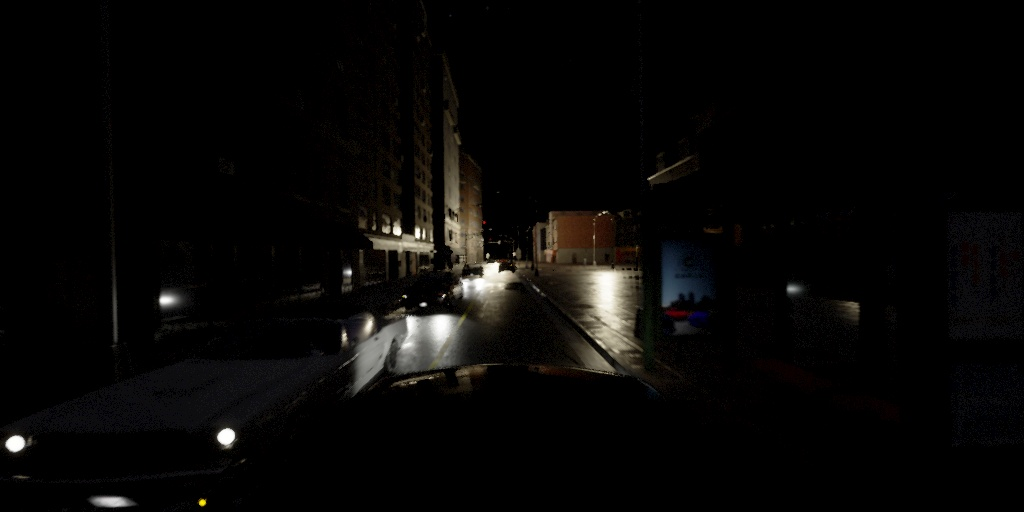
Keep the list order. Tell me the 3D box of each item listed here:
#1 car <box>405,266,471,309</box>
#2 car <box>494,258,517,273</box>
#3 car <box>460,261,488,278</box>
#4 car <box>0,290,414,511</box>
[{"bbox_3d":[-3.170,1.340,15.381,2.033,1.411,5.357,-1,0,-1],"label":"car"},{"bbox_3d":[-0.493,1.241,42.679,2.128,1.511,4.902,-1,0,5],"label":"car"},{"bbox_3d":[-3.679,1.398,34.669,1.895,1.301,4.718,-1,0,-1],"label":"car"},{"bbox_3d":[-2.854,1.392,4.687,1.895,1.301,4.718,-1,0,-2],"label":"car"}]
